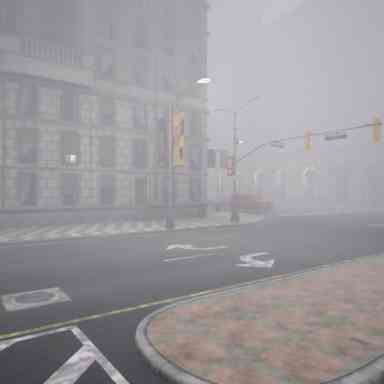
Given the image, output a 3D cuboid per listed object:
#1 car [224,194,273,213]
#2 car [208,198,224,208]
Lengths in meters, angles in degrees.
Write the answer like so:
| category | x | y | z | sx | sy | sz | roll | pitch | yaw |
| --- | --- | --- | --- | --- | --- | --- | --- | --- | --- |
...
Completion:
| category | x | y | z | sx | sy | sz | roll | pitch | yaw |
| --- | --- | --- | --- | --- | --- | --- | --- | --- | --- |
| car | 6.669 | 1.220 | 38.283 | 2.150 | 2.045 | 5.566 | 0 | 0 | -36 |
| car | 4.367 | 1.547 | 47.534 | 2.033 | 1.411 | 5.357 | 0 | 0 | -35 |
